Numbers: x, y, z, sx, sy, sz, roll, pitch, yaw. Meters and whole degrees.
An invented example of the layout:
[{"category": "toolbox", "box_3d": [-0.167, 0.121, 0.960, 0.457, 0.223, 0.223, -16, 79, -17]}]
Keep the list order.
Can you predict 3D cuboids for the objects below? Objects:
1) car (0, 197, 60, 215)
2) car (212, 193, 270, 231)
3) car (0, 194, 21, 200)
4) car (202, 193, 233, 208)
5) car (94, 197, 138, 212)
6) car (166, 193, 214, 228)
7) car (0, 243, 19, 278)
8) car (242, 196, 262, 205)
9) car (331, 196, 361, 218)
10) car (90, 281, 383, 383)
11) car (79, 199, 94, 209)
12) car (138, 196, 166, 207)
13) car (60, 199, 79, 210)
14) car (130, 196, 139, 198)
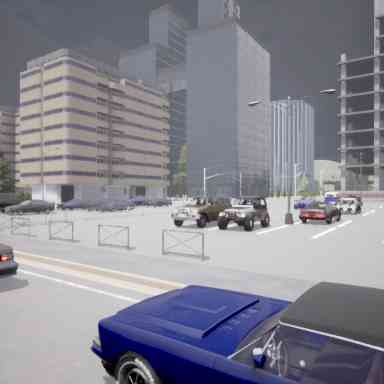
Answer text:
[{"category": "car", "box_3d": [-16.232, 1.526, 33.530, 1.812, 1.442, 4.674, 0, 0, 34]}, {"category": "car", "box_3d": [3.094, 1.156, 19.219, 1.905, 1.878, 3.866, 0, 0, 34]}, {"category": "car", "box_3d": [-20.179, 1.222, 33.968, 2.150, 2.045, 5.566, 0, 0, 34]}, {"category": "car", "box_3d": [3.986, 1.221, 50.780, 2.150, 2.045, 5.566, 0, 0, 34]}, {"category": "car", "box_3d": [-8.639, 1.564, 38.239, 1.994, 1.385, 4.181, 0, 0, 34]}, {"category": "car", "box_3d": [0.727, 1.153, 20.885, 1.932, 1.855, 4.605, 0, 0, 34]}, {"category": "car", "box_3d": [-6.640, 1.547, 8.646, 5.357, 1.411, 2.033, 0, 0, 35]}, {"category": "car", "box_3d": [11.211, 1.505, 61.545, 1.837, 1.490, 4.892, 0, 0, 34]}, {"category": "car", "box_3d": [15.119, 1.395, 32.174, 1.970, 1.475, 3.806, 0, 0, 34]}, {"category": "car", "box_3d": [1.205, 1.601, 3.130, 4.718, 1.301, 1.895, 0, 0, 35]}, {"category": "car", "box_3d": [-10.901, 1.547, 41.502, 2.033, 1.411, 5.357, 0, 0, 34]}, {"category": "car", "box_3d": [-5.109, 1.547, 50.118, 2.033, 1.411, 5.357, 0, 0, 34]}, {"category": "car", "box_3d": [-14.469, 1.547, 42.477, 2.033, 1.411, 5.357, 0, 0, 34]}, {"category": "car", "box_3d": [-8.792, 1.352, 50.873, 2.097, 1.767, 4.553, 0, 0, 35]}]
